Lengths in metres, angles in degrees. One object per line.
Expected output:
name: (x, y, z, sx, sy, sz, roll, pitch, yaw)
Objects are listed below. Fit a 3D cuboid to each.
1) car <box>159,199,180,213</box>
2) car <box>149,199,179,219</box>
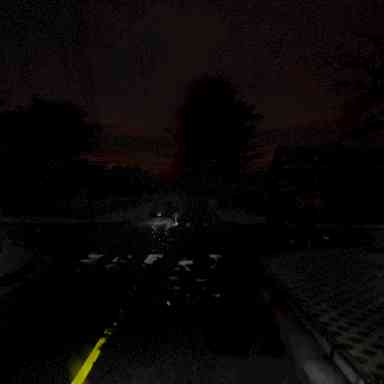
car: (-2.429, 1.477, 36.806, 1.895, 1.301, 4.718, 0, 0, 1)
car: (-2.511, 1.448, 28.283, 2.128, 1.511, 4.902, 0, 1, 1)
